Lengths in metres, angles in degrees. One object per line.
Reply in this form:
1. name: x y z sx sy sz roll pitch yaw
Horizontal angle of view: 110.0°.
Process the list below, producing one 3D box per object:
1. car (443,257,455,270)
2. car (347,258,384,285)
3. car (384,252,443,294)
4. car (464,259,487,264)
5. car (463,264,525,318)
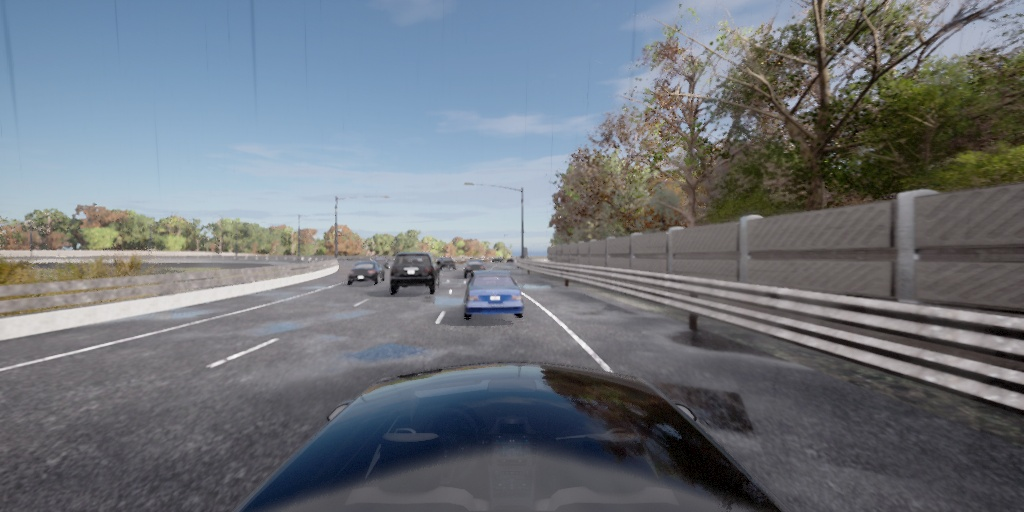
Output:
1. car: -8.032 0.880 42.533 1.837 1.490 4.892 0 1 -21
2. car: -9.538 1.087 23.698 1.812 1.442 4.674 0 1 -12
3. car: -5.058 0.814 19.187 2.150 2.045 5.566 0 0 -9
4. car: -3.124 1.003 30.641 1.812 1.442 4.674 0 1 -6
5. car: -0.720 1.195 12.471 2.033 1.411 5.357 0 1 -6
